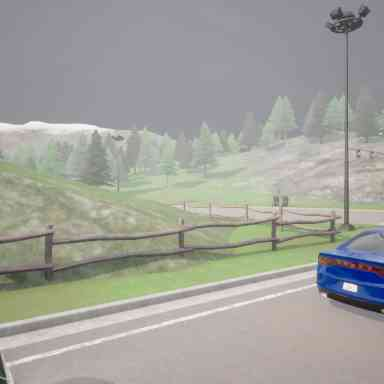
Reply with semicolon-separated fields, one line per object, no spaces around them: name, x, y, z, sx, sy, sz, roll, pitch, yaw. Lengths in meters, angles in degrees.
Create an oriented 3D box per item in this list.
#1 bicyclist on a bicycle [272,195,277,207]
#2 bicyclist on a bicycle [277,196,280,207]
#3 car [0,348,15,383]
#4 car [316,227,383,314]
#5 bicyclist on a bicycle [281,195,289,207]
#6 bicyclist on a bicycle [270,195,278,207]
bicyclist on a bicycle;12.176;1.302;47.425;0.582;1.620;1.656;0;0;34
bicyclist on a bicycle;12.909;1.302;46.919;0.582;1.620;1.656;0;0;35
car;-3.277;1.352;1.475;4.553;1.767;2.097;0;0;-35
car;4.754;1.478;7.077;5.008;1.535;1.882;0;0;-34
bicyclist on a bicycle;13.274;1.302;46.664;0.582;1.620;1.656;0;0;35
bicyclist on a bicycle;11.808;1.302;47.676;0.582;1.620;1.656;0;0;34
